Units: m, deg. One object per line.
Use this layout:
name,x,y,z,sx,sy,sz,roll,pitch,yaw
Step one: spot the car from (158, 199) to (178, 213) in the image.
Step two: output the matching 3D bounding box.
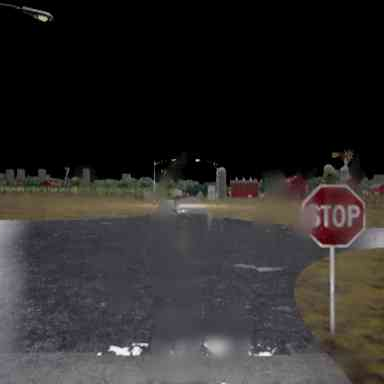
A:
car,-2.607,1.569,36.908,1.837,1.490,4.892,0,0,2
